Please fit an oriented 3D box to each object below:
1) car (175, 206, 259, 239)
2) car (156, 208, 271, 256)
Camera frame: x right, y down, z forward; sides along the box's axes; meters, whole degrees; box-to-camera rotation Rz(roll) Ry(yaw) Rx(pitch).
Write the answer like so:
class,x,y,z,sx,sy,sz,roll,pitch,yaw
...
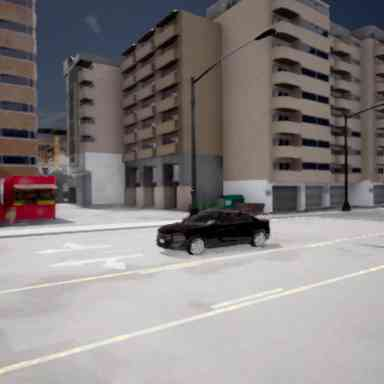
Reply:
class,x,y,z,sx,sy,sz,roll,pitch,yaw
car,1.411,1.557,17.870,4.181,1.385,1.994,0,0,-35
car,0.982,1.472,13.224,5.008,1.535,1.882,0,0,-35
